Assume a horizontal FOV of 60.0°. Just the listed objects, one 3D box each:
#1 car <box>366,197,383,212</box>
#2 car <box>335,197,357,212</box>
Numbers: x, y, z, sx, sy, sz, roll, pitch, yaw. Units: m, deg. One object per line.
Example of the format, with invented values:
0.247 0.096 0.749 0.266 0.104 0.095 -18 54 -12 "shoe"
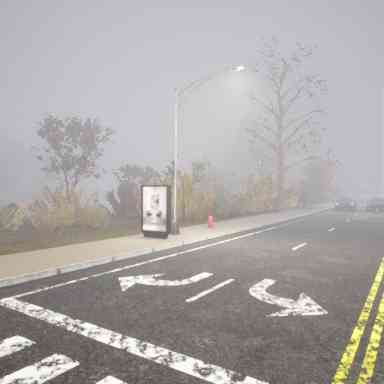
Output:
21.330 1.392 38.257 2.097 1.767 4.553 0 0 30 "car"
18.519 1.389 39.887 2.097 1.767 4.553 0 0 30 "car"
